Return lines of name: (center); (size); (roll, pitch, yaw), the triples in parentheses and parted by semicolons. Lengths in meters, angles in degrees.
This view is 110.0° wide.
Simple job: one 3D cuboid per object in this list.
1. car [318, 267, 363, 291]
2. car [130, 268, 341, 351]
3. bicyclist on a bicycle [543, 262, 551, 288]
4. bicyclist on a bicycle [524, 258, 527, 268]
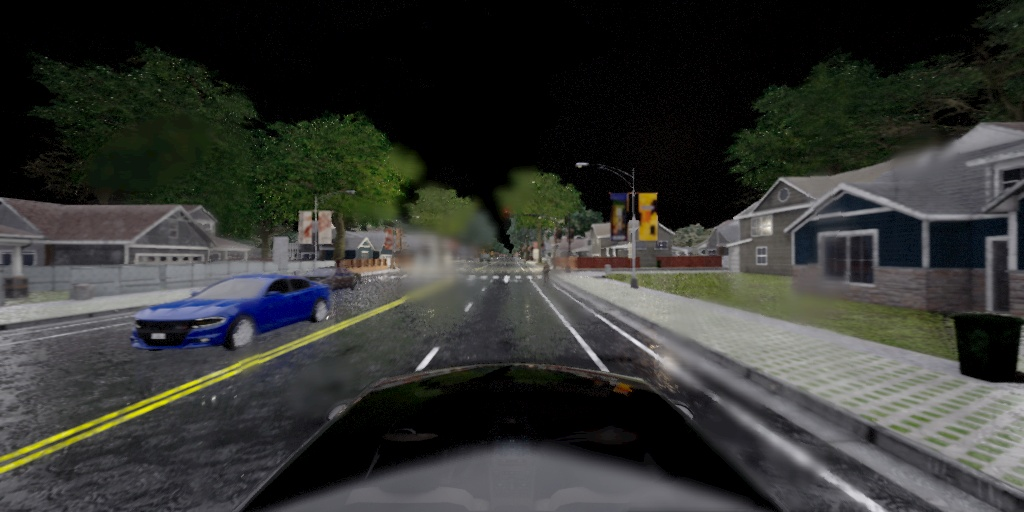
car: (-9.839, 1.292, 19.222); (2.033, 1.411, 5.357); (0, 0, 0)
car: (-6.602, 1.225, 9.195); (1.882, 1.535, 5.008); (0, 0, 0)
bicyclist on a bicycle: (2.244, 1.195, 22.737); (0.582, 1.620, 1.656); (0, 0, 0)
bicyclist on a bicycle: (2.235, 1.168, 60.739); (0.582, 1.620, 1.656); (0, 0, 0)
